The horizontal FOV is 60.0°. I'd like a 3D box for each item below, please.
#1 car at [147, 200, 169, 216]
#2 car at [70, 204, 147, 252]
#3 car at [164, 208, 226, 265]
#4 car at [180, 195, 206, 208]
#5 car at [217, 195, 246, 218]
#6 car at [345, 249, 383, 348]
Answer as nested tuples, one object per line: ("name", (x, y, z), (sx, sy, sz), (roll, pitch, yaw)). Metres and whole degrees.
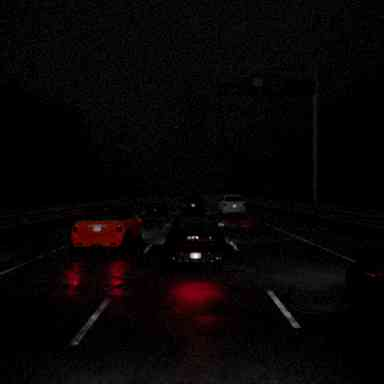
("car", (-3.405, 1.509, 33.248), (1.882, 1.535, 5.008), (0, 0, 0))
("car", (-3.403, 1.353, 14.061), (2.097, 1.767, 4.553), (0, 0, 0))
("car", (0.099, 1.505, 11.601), (1.837, 1.490, 4.892), (0, 0, 0))
("car", (0.095, 1.247, 30.942), (2.150, 2.045, 5.566), (0, 0, 0))
("car", (3.595, 1.247, 30.819), (2.150, 2.045, 5.566), (0, 0, 0))
("car", (3.601, 1.222, 3.138), (2.150, 2.045, 5.566), (0, 0, 0))
